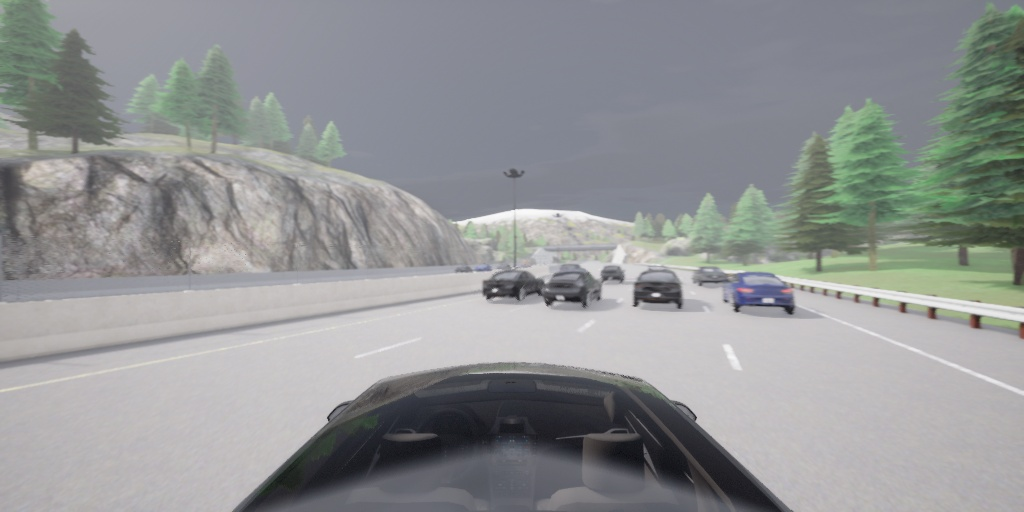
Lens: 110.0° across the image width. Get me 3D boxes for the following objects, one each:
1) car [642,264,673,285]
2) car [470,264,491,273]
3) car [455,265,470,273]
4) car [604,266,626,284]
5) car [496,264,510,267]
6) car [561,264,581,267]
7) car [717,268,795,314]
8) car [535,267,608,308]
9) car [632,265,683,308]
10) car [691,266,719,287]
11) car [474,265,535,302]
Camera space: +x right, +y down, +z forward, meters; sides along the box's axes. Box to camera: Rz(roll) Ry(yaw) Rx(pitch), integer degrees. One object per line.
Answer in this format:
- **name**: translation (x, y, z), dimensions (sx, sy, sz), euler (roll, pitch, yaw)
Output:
- **car**: translation (11.960, 1.487, 29.758), dimensions (2.128, 1.511, 4.902), euler (-1, -1, 20)
- **car**: translation (-4.809, 2.096, 60.189), dimensions (1.882, 1.535, 5.008), euler (-1, -1, 13)
- **car**: translation (-8.216, 2.233, 60.957), dimensions (1.994, 1.385, 4.181), euler (-1, -1, 13)
- **car**: translation (8.700, 1.558, 31.030), dimensions (1.837, 1.490, 4.892), euler (-1, 0, 20)
- **car**: translation (-1.385, 2.072, 59.481), dimensions (1.837, 1.490, 4.892), euler (-1, -1, 13)
- **car**: translation (5.387, 1.459, 32.170), dimensions (2.097, 1.767, 4.553), euler (-1, -1, 20)
- **car**: translation (9.499, 1.333, 14.079), dimensions (1.812, 1.442, 4.674), euler (-1, -1, 24)
- **car**: translation (2.905, 1.426, 16.479), dimensions (1.837, 1.490, 4.892), euler (-1, 0, 24)
- **car**: translation (6.548, 1.348, 16.056), dimensions (1.882, 1.535, 5.008), euler (-1, 0, 24)
- **car**: translation (14.489, 1.467, 26.463), dimensions (2.033, 1.411, 5.357), euler (-1, -1, 20)
- **car**: translation (0.216, 1.465, 19.037), dimensions (1.882, 1.535, 5.008), euler (-1, 0, 24)
